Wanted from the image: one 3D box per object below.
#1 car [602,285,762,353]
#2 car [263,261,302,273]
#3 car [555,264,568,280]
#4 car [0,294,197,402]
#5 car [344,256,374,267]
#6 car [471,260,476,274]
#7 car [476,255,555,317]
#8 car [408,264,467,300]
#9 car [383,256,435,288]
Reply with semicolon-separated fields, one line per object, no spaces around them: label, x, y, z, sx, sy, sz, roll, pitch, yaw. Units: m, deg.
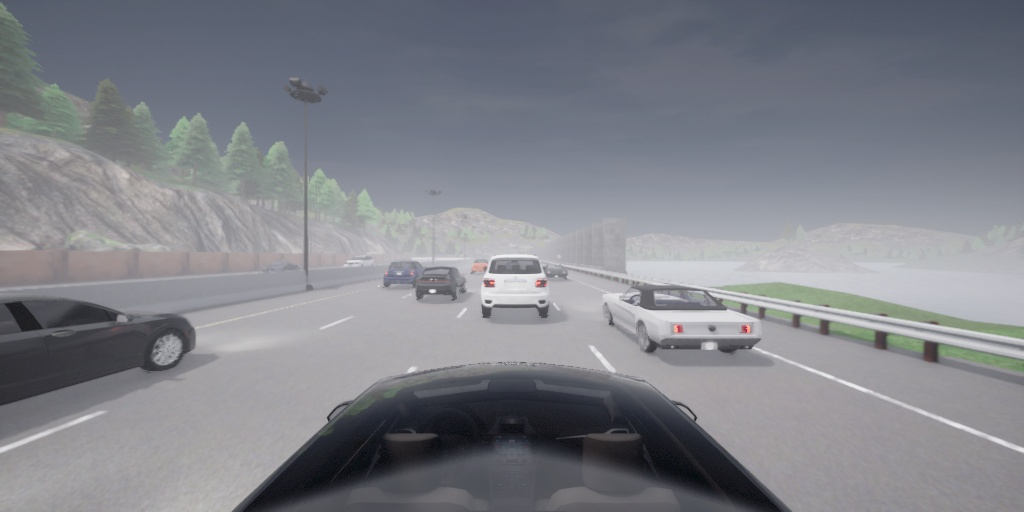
car;3.605;1.352;8.749;1.895;1.301;4.718;0;0;0
car;-24.593;1.316;38.481;1.994;1.385;4.181;0;0;0
car;3.590;1.353;31.182;1.895;1.301;4.718;0;0;0
car;-6.899;1.255;4.773;1.837;1.490;4.892;0;0;0
car;-21.019;0.974;49.642;2.150;2.045;5.566;0;0;1
car;-3.409;1.105;41.251;2.097;1.767;4.553;0;0;0
car;0.098;0.972;13.274;2.150;2.045;5.566;0;0;0
car;-3.404;1.256;17.769;1.837;1.490;4.892;0;0;0
car;-6.907;1.103;24.040;2.097;1.767;4.553;0;0;0
